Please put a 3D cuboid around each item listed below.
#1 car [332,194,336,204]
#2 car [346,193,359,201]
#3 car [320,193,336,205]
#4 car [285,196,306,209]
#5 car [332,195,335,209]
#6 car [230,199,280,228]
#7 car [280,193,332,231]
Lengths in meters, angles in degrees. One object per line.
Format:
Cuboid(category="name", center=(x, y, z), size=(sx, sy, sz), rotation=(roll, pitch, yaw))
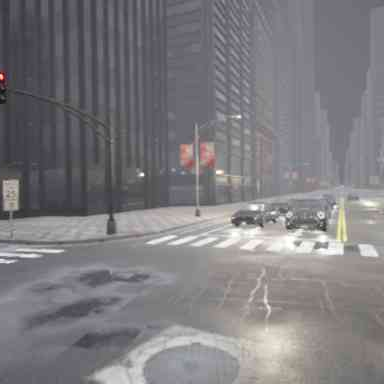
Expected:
Cuboid(category="car", center=(14.600, 1.166, 36.676), size=(1.994, 1.385, 4.181), rotation=(-1, 0, 24))
Cuboid(category="car", center=(27.135, 0.836, 56.130), size=(2.033, 1.411, 5.357), rotation=(-1, 0, 24))
Cuboid(category="car", center=(18.894, 0.987, 46.119), size=(1.837, 1.490, 4.892), rotation=(-1, 0, 25))
Cuboid(category="car", center=(12.490, 1.217, 39.895), size=(1.895, 1.301, 4.718), rotation=(-1, 0, 24))
Cuboid(category="car", center=(10.540, 1.259, 27.649), size=(2.033, 1.411, 5.357), rotation=(-1, 0, 24))
Cuboid(category="car", center=(4.226, 1.386, 21.481), size=(2.033, 1.411, 5.357), rotation=(-1, 0, 28))
Cuboid(category="car", center=(6.647, 1.167, 19.010), size=(2.097, 1.767, 4.553), rotation=(-1, 0, 24))
